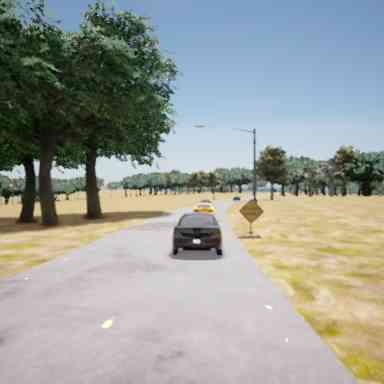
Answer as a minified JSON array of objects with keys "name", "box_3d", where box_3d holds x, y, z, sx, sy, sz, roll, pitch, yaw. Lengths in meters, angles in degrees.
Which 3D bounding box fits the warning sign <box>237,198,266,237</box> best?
[{"name":"warning sign","box_3d":[3.024,1.263,17.023,1.300,1.860,1.060,1,1,2]}]

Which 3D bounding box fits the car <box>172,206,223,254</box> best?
[{"name":"car","box_3d":[0.280,1.599,14.144,1.882,1.535,5.008,0,0,3]}]

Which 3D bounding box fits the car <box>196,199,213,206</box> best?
[{"name":"car","box_3d":[1.104,1.711,29.058,1.882,1.535,5.008,0,0,5]}]

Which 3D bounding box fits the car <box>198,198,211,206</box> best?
[{"name":"car","box_3d":[2.595,1.995,66.255,1.994,1.385,4.181,0,0,10]}]
